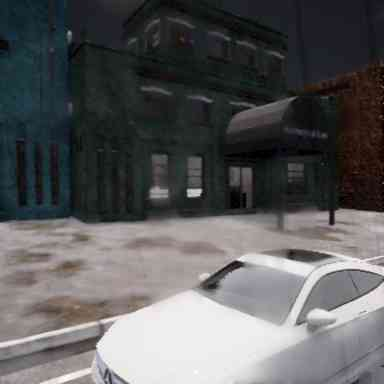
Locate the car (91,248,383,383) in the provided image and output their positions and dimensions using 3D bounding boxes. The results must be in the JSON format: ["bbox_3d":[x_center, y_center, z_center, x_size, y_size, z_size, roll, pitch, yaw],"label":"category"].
[{"bbox_3d":[1.149,1.524,4.198,4.674,1.442,1.812,0,0,-36],"label":"car"}]
